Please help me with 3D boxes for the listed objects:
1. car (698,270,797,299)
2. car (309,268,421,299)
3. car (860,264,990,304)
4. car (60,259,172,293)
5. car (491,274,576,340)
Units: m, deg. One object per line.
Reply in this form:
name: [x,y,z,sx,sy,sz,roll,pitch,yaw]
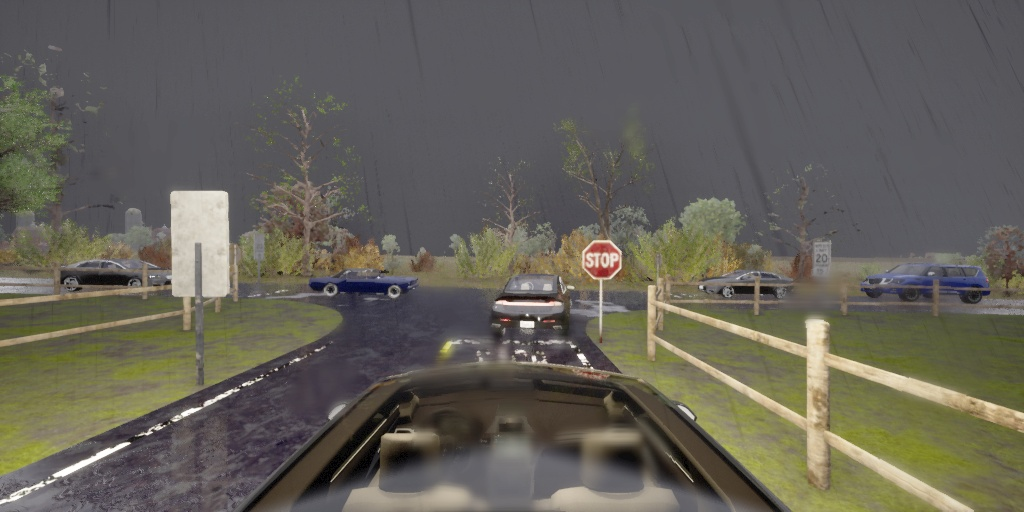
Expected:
car: [13.003,1.525,19.975,4.902,1.511,2.128,1,1,0]
car: [-6.823,1.248,17.047,4.718,1.301,1.895,1,1,0]
car: [22.898,1.466,19.965,5.566,2.045,2.150,1,1,0]
car: [-18.491,0.885,17.062,4.902,1.511,2.128,1,1,0]
car: [0.706,1.240,10.016,2.128,1.511,4.902,0,0,9]
